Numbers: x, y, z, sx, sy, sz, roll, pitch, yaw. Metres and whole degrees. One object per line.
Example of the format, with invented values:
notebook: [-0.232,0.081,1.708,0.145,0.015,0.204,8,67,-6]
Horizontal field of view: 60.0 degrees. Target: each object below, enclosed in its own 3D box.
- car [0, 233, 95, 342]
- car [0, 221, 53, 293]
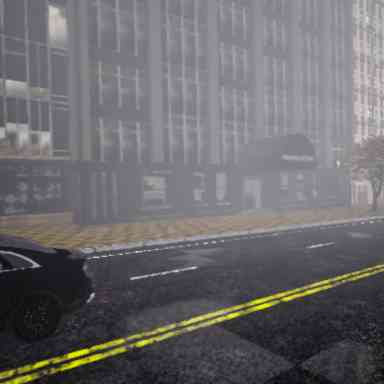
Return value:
car: [-3.949,1.498,4.860,4.902,1.511,2.128,-1,0,-35]
car: [-5.654,1.568,7.635,4.181,1.385,1.994,-1,0,-35]
